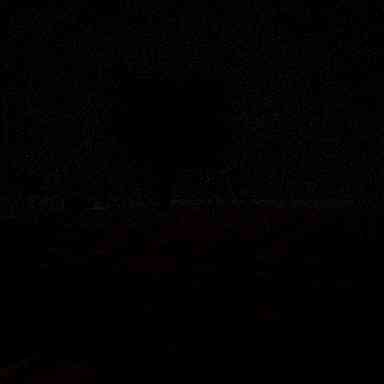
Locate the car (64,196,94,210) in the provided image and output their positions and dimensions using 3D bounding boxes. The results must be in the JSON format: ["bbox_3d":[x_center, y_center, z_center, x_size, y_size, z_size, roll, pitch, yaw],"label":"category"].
[{"bbox_3d":[-17.503,1.737,51.793,2.150,2.045,5.566,2,-1,13],"label":"car"}]
